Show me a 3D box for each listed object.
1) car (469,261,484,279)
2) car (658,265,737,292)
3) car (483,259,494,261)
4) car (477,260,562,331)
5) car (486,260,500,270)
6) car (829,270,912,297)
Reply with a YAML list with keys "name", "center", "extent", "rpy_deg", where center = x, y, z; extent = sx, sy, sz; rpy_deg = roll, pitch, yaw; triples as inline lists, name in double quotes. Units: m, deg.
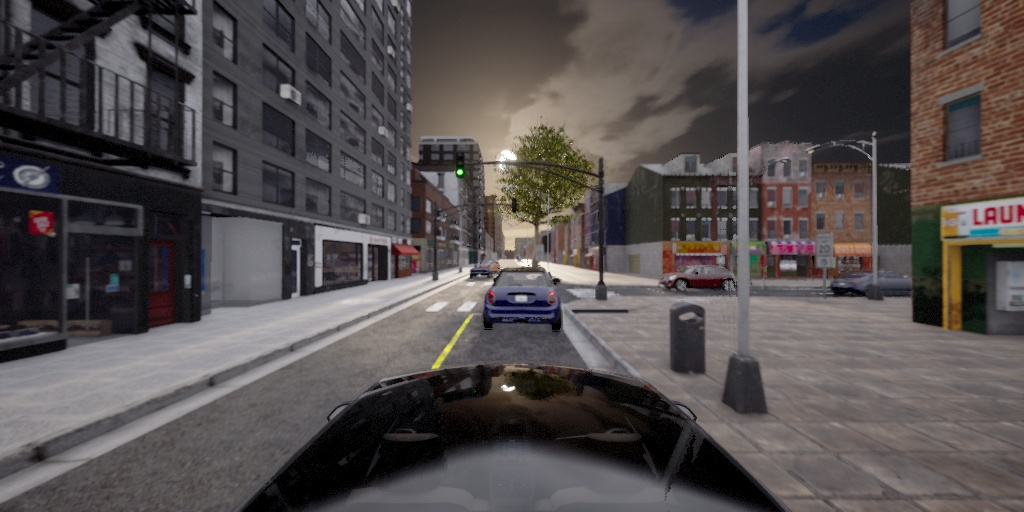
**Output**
- name: "car"
  center: [-2.844, 1.368, 33.556]
  extent: [1.895, 1.301, 4.718]
  rpy_deg: [0, 0, 0]
- name: "car"
  center: [10.918, 1.271, 21.392]
  extent: [4.097, 1.591, 1.967]
  rpy_deg: [0, 0, 0]
- name: "car"
  center: [-2.839, 1.128, 43.597]
  extent: [2.097, 1.767, 4.553]
  rpy_deg: [0, 0, 0]
- name: "car"
  center: [0.433, 1.106, 11.258]
  extent: [2.097, 1.767, 4.553]
  rpy_deg: [0, 0, 5]
- name: "car"
  center: [-2.833, 1.313, 53.866]
  extent: [1.812, 1.442, 4.674]
  rpy_deg: [0, 0, 0]
- name: "car"
  center: [19.214, 1.432, 18.689]
  extent: [4.181, 1.385, 1.994]
  rpy_deg: [0, 0, 0]
